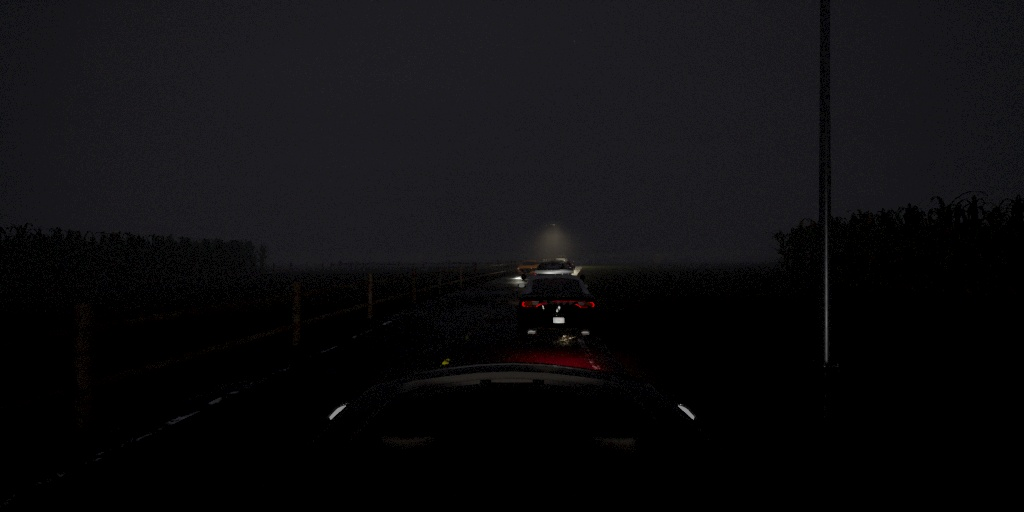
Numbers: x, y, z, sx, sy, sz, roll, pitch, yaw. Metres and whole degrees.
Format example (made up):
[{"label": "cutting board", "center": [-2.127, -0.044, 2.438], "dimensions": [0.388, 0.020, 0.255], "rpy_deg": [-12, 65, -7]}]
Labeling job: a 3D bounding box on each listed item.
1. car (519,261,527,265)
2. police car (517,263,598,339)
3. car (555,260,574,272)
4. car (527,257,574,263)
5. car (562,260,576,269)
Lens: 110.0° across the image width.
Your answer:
[{"label": "car", "center": [1.835, 1.197, 36.905], "dimensions": [1.882, 1.535, 5.008], "rpy_deg": [0, 0, 12]}, {"label": "police car", "center": [1.197, 1.173, 10.268], "dimensions": [1.930, 1.638, 5.238], "rpy_deg": [0, 0, 4]}, {"label": "car", "center": [6.719, 1.270, 45.860], "dimensions": [1.994, 1.385, 4.181], "rpy_deg": [0, 0, 13]}, {"label": "car", "center": [2.257, 1.089, 19.917], "dimensions": [2.097, 1.767, 4.553], "rpy_deg": [0, 0, 8]}, {"label": "car", "center": [8.858, 1.293, 55.709], "dimensions": [1.895, 1.301, 4.718], "rpy_deg": [0, 0, 12]}]
